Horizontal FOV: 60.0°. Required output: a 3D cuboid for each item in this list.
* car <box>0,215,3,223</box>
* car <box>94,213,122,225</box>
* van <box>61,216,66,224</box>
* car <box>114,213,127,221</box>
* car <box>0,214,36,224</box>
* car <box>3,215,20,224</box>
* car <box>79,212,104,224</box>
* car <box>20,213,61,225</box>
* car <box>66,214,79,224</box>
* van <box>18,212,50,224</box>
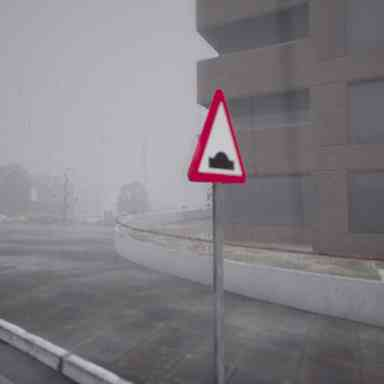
[{"bbox_3d":[-31.279,3.970,49.287,4.674,1.452,2.002,0,-5,5],"label":"car"},{"bbox_3d":[-16.912,5.804,67.194,2.097,1.767,4.553,-1,-6,25],"label":"car"},{"bbox_3d":[-25.959,4.834,60.179,4.442,1.987,1.878,0,-6,6],"label":"van"},{"bbox_3d":[-20.764,7.637,92.745,2.163,1.488,4.792,1,1,10],"label":"car"},{"bbox_3d":[-28.870,4.491,54.748,5.366,1.575,1.946,0,-5,6],"label":"car"},{"bbox_3d":[-29.991,4.253,52.014,4.674,1.452,2.002,0,-6,6],"label":"car"},{"bbox_3d":[-20.895,5.933,71.037,5.566,2.045,2.435,0,-5,6],"label":"car"},{"bbox_3d":[-23.885,4.437,52.644,2.128,1.511,4.902,-1,-6,26],"label":"car"},{"bbox_3d":[-24.770,5.341,62.873,4.892,1.521,2.231,0,-5,6],"label":"car"},{"bbox_3d":[-27.262,4.552,57.460,4.442,1.987,1.878,0,-6,6],"label":"van"}]
